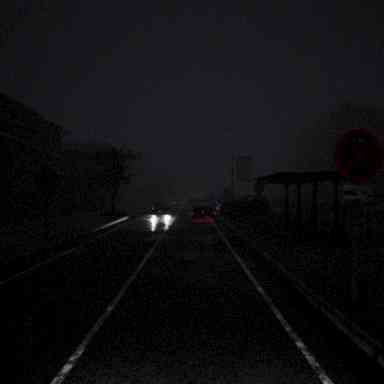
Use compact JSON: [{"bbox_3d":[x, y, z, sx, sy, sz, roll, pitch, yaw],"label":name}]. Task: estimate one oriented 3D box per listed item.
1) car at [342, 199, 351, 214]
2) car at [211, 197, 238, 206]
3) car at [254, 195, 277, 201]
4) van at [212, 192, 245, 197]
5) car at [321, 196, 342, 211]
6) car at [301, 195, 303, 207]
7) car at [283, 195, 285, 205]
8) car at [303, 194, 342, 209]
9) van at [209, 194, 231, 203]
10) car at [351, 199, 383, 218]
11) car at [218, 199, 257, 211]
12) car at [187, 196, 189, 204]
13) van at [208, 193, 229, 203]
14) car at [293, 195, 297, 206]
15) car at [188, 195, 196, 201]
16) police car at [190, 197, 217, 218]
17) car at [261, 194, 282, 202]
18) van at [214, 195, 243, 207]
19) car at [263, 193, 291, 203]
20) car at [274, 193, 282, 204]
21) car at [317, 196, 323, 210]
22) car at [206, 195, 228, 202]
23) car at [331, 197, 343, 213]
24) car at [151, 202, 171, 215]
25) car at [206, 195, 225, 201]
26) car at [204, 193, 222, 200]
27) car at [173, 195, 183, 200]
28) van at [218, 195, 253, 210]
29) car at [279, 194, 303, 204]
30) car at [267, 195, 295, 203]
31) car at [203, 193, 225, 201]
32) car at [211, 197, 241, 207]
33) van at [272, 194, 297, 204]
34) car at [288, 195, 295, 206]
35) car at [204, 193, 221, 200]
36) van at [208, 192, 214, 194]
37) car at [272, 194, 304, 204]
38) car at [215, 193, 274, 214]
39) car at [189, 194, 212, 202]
[{"bbox_3d":[18.853,1.658,34.689,4.792,1.488,2.163,0,0,0],"label":"car"},{"bbox_3d":[5.713,1.661,59.013,4.674,1.452,2.002,0,0,0],"label":"car"},{"bbox_3d":[18.580,1.444,84.658,5.366,1.575,1.946,0,0,0],"label":"car"},{"bbox_3d":[5.609,1.412,50.600,4.442,1.987,1.878,0,0,0],"label":"van"},{"bbox_3d":[18.823,1.632,40.240,5.008,1.535,2.097,0,0,0],"label":"car"},{"bbox_3d":[18.802,1.638,48.566,4.892,1.521,2.231,0,0,0],"label":"car"},{"bbox_3d":[18.769,1.659,56.893,4.792,1.488,2.163,0,0,0],"label":"car"},{"bbox_3d":[18.782,1.384,45.792,5.566,2.045,2.435,0,0,0],"label":"car"},{"bbox_3d":[5.819,1.328,70.227,4.442,1.987,1.878,0,0,0],"label":"van"},{"bbox_3d":[18.642,1.624,31.914,5.366,1.575,1.946,0,0,0],"label":"car"},{"bbox_3d":[5.738,1.675,42.186,4.674,1.452,2.002,0,0,0],"label":"car"},{"bbox_3d":[0.012,1.544,67.504,1.882,1.535,5.008,0,0,0],"label":"car"},{"bbox_3d":[5.816,1.307,73.030,4.442,1.987,1.878,0,0,0],"label":"van"},{"bbox_3d":[18.799,1.636,51.344,5.008,1.535,2.097,0,0,0],"label":"car"},{"bbox_3d":[0.015,1.459,82.526,1.837,1.490,4.892,0,0,0],"label":"car"},{"bbox_3d":[0.981,1.570,31.986,1.930,1.638,5.238,0,0,0],"label":"police car"},{"bbox_3d":[18.803,1.362,79.107,4.553,1.767,2.185,0,0,0],"label":"car"},{"bbox_3d":[5.839,1.409,53.402,4.442,1.987,1.878,0,0,0],"label":"van"},{"bbox_3d":[18.807,1.277,73.553,5.566,2.045,2.435,0,0,0],"label":"car"},{"bbox_3d":[18.763,1.352,62.450,5.566,2.045,2.435,0,0,0],"label":"car"},{"bbox_3d":[18.819,1.634,43.016,5.008,1.535,2.097,0,0,0],"label":"car"},{"bbox_3d":[5.690,1.514,75.835,4.892,1.521,2.231,0,0,0],"label":"car"},{"bbox_3d":[18.827,1.632,37.464,4.892,1.521,2.231,0,0,0],"label":"car"},{"bbox_3d":[-3.339,1.747,36.801,1.895,1.301,4.718,0,0,0],"label":"car"},{"bbox_3d":[5.687,1.512,81.441,4.674,1.452,2.002,0,0,0],"label":"car"},{"bbox_3d":[5.648,1.285,89.850,4.553,1.767,2.185,0,0,0],"label":"car"},{"bbox_3d":[-3.236,1.383,77.324,1.882,1.535,5.008,0,0,0],"label":"car"},{"bbox_3d":[5.849,1.410,44.990,4.442,1.987,1.878,0,0,0],"label":"van"},{"bbox_3d":[18.824,1.646,59.677,4.792,1.488,2.163,0,0,0],"label":"car"},{"bbox_3d":[18.968,1.545,70.779,5.366,1.575,1.946,0,0,0],"label":"car"},{"bbox_3d":[5.655,1.180,87.046,5.566,2.045,2.435,0,0,0],"label":"car"},{"bbox_3d":[5.748,1.661,56.205,4.792,1.488,2.163,0,0,0],"label":"car"},{"bbox_3d":[18.902,1.343,68.003,4.442,1.987,1.878,0,0,0],"label":"van"},{"bbox_3d":[18.986,1.630,54.122,5.366,1.575,1.946,0,0,0],"label":"car"},{"bbox_3d":[5.645,1.265,92.653,4.553,1.767,2.185,0,0,0],"label":"car"},{"bbox_3d":[5.826,1.368,64.622,4.442,1.987,1.878,0,0,0],"label":"van"},{"bbox_3d":[18.817,1.337,65.227,5.566,2.045,2.435,0,0,0],"label":"car"},{"bbox_3d":[5.714,1.380,36.579,5.566,2.045,2.435,0,0,0],"label":"car"},{"bbox_3d":[0.982,1.494,41.858,2.097,1.767,4.553,0,0,0],"label":"car"}]
